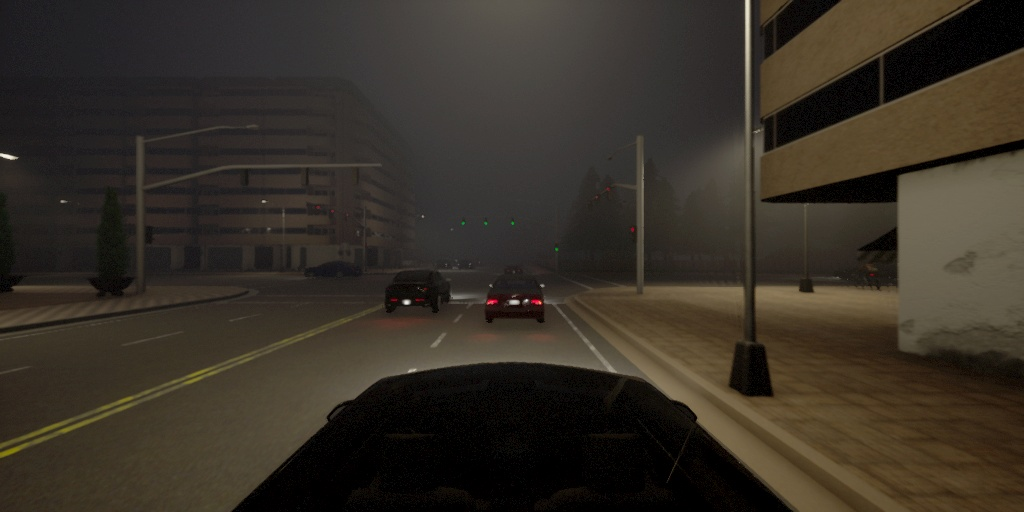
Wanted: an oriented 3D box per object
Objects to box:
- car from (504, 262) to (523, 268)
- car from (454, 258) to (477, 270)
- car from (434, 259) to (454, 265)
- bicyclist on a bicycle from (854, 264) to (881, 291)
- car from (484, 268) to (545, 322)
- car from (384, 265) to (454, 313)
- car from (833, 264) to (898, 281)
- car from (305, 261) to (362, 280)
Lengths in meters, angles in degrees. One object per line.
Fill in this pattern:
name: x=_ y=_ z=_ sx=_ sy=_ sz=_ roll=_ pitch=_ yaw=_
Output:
car: x=0.138 y=1.323 z=36.555 sx=1.812 sy=1.442 sz=4.674 roll=0 pitch=0 yaw=0
car: x=-7.008 y=1.191 z=54.764 sx=2.097 sy=1.767 sz=4.553 roll=0 pitch=0 yaw=0
car: x=-10.506 y=1.191 z=54.794 sx=2.097 sy=1.767 sz=4.553 roll=0 pitch=0 yaw=0
bicyclist on a bicycle: x=19.100 y=1.023 z=19.278 sx=0.582 sy=1.620 sz=1.656 roll=0 pitch=0 yaw=7
car: x=0.155 y=1.315 z=12.293 sx=2.033 sy=1.411 sz=5.357 roll=0 pitch=0 yaw=2
car: x=-3.573 y=1.276 z=14.217 sx=1.837 sy=1.490 sz=4.892 roll=0 pitch=0 yaw=-3
car: x=29.125 y=1.215 z=28.898 sx=5.008 sy=1.535 sz=1.882 roll=0 pitch=0 yaw=21
car: x=-15.614 y=1.223 z=31.367 sx=5.008 sy=1.535 sz=1.882 roll=0 pitch=-1 yaw=14
